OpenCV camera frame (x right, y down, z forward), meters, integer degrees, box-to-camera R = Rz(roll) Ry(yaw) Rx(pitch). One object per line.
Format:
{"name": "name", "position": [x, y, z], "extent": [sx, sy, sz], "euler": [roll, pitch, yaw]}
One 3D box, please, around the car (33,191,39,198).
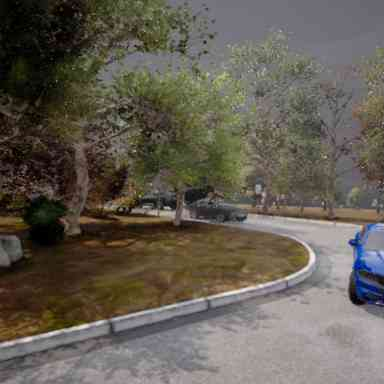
{"name": "car", "position": [-18.491, 0.612, 37.338], "extent": [4.553, 1.767, 2.097], "euler": [2, -1, -18]}

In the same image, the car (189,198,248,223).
{"name": "car", "position": [1.698, 1.219, 22.788], "extent": [1.837, 1.490, 4.892], "euler": [2, 0, -36]}

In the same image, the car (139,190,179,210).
{"name": "car", "position": [-3.636, 0.801, 34.764], "extent": [5.566, 2.045, 2.150], "euler": [1, -1, 44]}

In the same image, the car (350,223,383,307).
{"name": "car", "position": [4.898, 1.524, 7.907], "extent": [1.882, 1.535, 5.008], "euler": [1, 0, 26]}
